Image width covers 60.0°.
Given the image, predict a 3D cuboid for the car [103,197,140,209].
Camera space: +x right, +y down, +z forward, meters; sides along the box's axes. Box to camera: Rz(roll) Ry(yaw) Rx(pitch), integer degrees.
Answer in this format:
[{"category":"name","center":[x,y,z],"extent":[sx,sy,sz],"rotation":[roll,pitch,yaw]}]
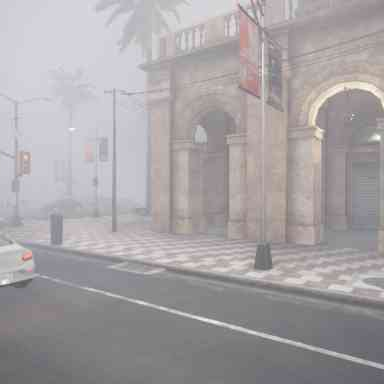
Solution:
[{"category":"car","center":[-9.473,1.601,45.839],"extent":[1.895,1.301,4.718],"rotation":[0,0,36]}]

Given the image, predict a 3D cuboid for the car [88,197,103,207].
[{"category":"car","center":[-13.852,1.513,51.049],"extent":[2.161,1.482,4.786],"rotation":[0,0,35]}]

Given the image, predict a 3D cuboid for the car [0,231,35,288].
[{"category":"car","center":[-5.564,1.526,7.919],"extent":[4.674,1.442,1.812],"rotation":[0,0,36]}]

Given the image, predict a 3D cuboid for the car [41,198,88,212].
[{"category":"car","center":[-14.866,1.505,38.300],"extent":[1.837,1.490,4.892],"rotation":[0,0,36]}]
